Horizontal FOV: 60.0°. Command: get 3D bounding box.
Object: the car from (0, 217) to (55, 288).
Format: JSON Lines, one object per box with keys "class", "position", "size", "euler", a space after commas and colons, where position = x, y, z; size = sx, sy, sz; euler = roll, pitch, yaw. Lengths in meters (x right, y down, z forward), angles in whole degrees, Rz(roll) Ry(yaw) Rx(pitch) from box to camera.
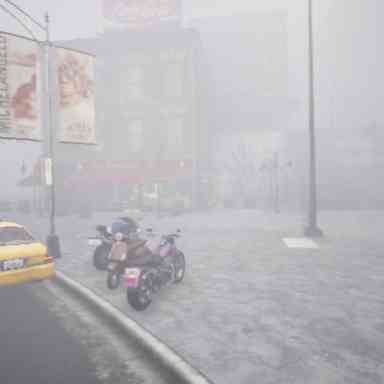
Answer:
{"class": "car", "position": [-5.231, 1.413, 8.561], "size": [1.801, 1.575, 5.366], "euler": [-2, 1, -41]}
